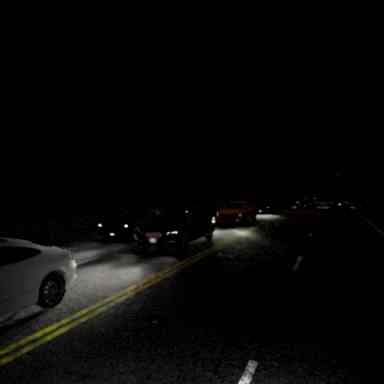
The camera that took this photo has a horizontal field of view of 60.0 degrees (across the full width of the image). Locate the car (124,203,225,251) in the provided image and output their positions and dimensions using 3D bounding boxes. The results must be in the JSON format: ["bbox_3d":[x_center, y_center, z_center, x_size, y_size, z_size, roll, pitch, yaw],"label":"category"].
[{"bbox_3d":[-0.483,1.451,14.225,2.128,1.511,4.902,-1,0,23],"label":"car"}]

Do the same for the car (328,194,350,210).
[{"bbox_3d":[15.552,1.188,35.283,1.994,1.385,4.181,-1,0,22],"label":"car"}]

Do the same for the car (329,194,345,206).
[{"bbox_3d":[19.812,1.026,45.556,1.837,1.490,4.892,-1,1,22],"label":"car"}]

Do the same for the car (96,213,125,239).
[{"bbox_3d":[-2.784,1.590,17.147,1.895,1.301,4.718,-1,0,23],"label":"car"}]

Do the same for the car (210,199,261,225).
[{"bbox_3d":[3.132,1.349,22.892,1.882,1.535,5.008,-1,0,23],"label":"car"}]

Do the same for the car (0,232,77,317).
[{"bbox_3d":[-4.023,1.575,5.670,1.812,1.442,4.674,-1,0,23],"label":"car"}]

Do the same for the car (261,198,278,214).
[{"bbox_3d":[7.232,1.319,32.637,2.033,1.411,5.357,-1,0,23],"label":"car"}]

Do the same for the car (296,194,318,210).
[{"bbox_3d":[12.637,1.194,36.776,1.812,1.442,4.674,-1,0,22],"label":"car"}]
